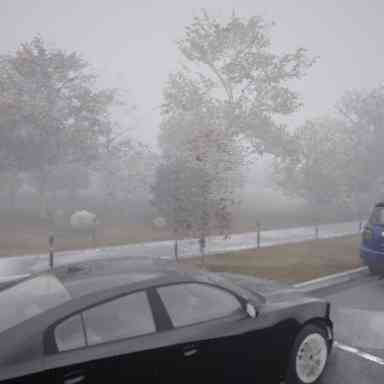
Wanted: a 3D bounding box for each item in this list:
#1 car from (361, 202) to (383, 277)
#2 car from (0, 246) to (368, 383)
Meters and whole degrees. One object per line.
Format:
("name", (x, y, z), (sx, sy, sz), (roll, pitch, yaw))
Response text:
("car", (6.823, 1.229, 8.919), (5.566, 2.045, 2.435), (0, 0, -33))
("car", (-0.467, 1.499, 3.721), (5.008, 1.535, 2.097), (0, 0, -33))
